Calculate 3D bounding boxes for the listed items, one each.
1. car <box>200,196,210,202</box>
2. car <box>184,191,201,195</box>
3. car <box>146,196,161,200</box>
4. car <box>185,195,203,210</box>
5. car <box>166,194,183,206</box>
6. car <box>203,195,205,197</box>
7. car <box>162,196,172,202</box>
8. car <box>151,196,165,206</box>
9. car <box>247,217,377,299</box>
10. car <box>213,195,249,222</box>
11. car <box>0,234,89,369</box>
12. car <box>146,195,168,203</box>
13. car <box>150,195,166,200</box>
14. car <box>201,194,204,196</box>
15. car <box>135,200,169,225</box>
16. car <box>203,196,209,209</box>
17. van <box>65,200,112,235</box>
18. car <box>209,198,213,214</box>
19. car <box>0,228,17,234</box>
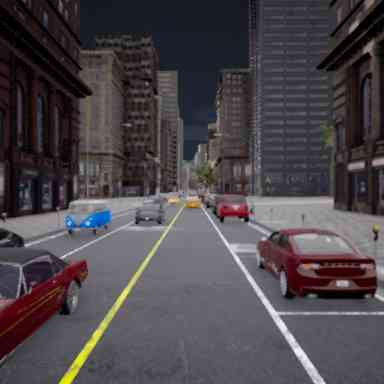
[{"bbox_3d":[2.915,1.617,75.121,1.947,1.339,4.313,0,0,0],"label":"car"},{"bbox_3d":[0.128,1.292,62.712,2.150,2.045,5.566,0,0,0],"label":"car"},{"bbox_3d":[-5.673,1.640,45.212,1.802,1.307,4.206,0,0,0],"label":"car"},{"bbox_3d":[0.089,1.550,44.386,1.882,1.535,5.008,0,-1,0],"label":"car"},{"bbox_3d":[-2.946,1.544,55.683,1.882,1.535,5.008,0,0,1],"label":"car"},{"bbox_3d":[2.877,1.651,56.953,1.802,1.307,4.206,0,0,0],"label":"car"},{"bbox_3d":[-5.611,1.629,75.143,1.802,1.307,4.206,0,0,0],"label":"car"},{"bbox_3d":[-5.650,1.505,55.814,1.967,1.590,4.097,0,0,0],"label":"car"},{"bbox_3d":[2.778,1.554,8.359,1.887,1.381,4.507,0,0,0],"label":"car"},{"bbox_3d":[3.158,1.256,26.546,2.150,2.045,5.566,0,0,0],"label":"car"},{"bbox_3d":[-3.093,1.604,4.814,1.895,1.301,4.718,0,0,0],"label":"car"},{"bbox_3d":[-7.361,1.444,69.222,4.403,1.369,2.008,-1,1,-9],"label":"car"},{"bbox_3d":[-5.662,1.378,50.513,2.192,1.841,5.009,0,0,0],"label":"car"},{"bbox_3d":[2.899,1.628,67.755,1.947,1.339,4.313,0,0,0],"label":"car"},{"bbox_3d":[-2.977,1.537,24.459,1.837,1.490,4.892,0,-1,1],"label":"car"},{"bbox_3d":[2.854,1.629,46.154,1.947,1.339,4.313,0,0,0],"label":"car"},{"bbox_3d":[-5.726,1.361,18.709,1.690,1.788,3.998,0,0,0],"label":"van"},{"bbox_3d":[3.172,1.274,33.545,2.150,2.045,5.566,0,0,0],"label":"car"},{"bbox_3d":[-5.747,1.571,8.107,1.947,1.339,4.313,0,0,0],"label":"car"}]
